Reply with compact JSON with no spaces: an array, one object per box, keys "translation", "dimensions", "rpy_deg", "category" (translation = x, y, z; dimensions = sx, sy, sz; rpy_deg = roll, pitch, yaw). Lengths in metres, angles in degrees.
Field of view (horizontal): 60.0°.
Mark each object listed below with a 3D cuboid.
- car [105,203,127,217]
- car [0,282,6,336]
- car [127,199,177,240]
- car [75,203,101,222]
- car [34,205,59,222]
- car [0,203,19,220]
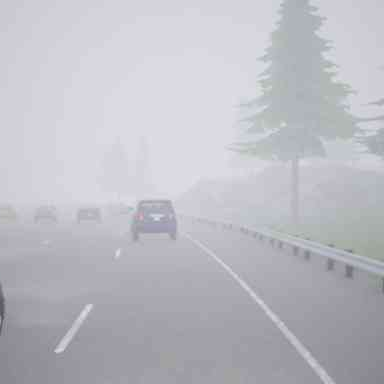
[{"translation":[-7.972,1.850,35.522],"dimensions":[2.033,1.411,5.357],"rpy_deg":[0,0,-24],"category":"car"},{"translation":[-3.731,1.517,3.141],"dimensions":[1.882,1.535,5.008],"rpy_deg":[0,0,-2],"category":"car"},{"translation":[-2.199,1.369,18.081],"dimensions":[2.150,2.045,5.566],"rpy_deg":[0,-1,-12],"category":"car"},{"translation":[-9.091,1.735,29.021],"dimensions":[1.882,1.535,5.008],"rpy_deg":[0,-1,-20],"category":"car"},{"translation":[-12.888,1.822,29.395],"dimensions":[2.033,1.411,5.357],"rpy_deg":[0,0,-22],"category":"car"},{"translation":[-17.737,1.789,31.700],"dimensions":[1.882,1.535,5.008],"rpy_deg":[0,-1,-24],"category":"car"}]
